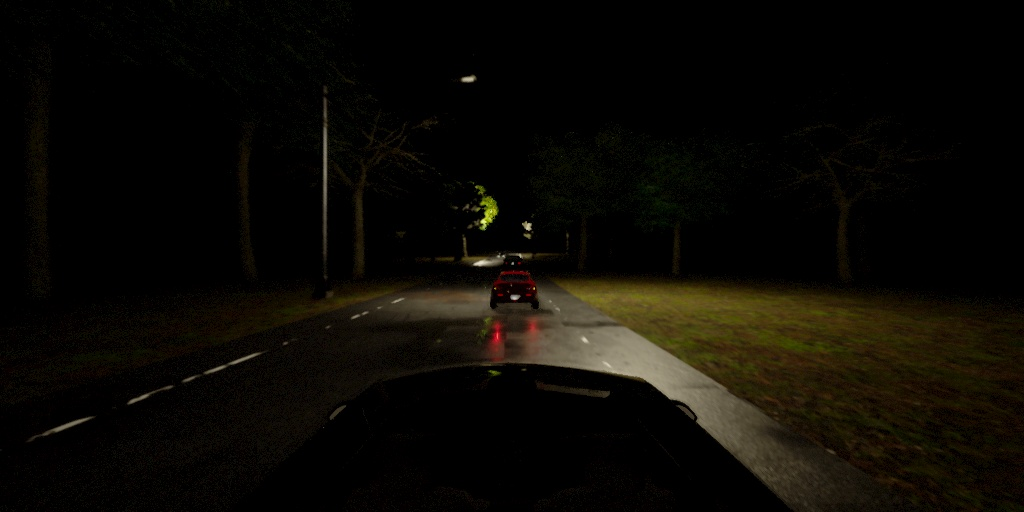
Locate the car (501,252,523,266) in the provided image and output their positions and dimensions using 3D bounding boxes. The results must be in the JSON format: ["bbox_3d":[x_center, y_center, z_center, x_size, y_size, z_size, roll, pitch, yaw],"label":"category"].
[{"bbox_3d":[0.081,0.896,42.593,2.150,2.045,5.566,0,1,0],"label":"car"}]

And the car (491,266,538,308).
[{"bbox_3d":[0.096,1.333,15.358,1.812,1.442,4.674,0,0,0],"label":"car"}]
